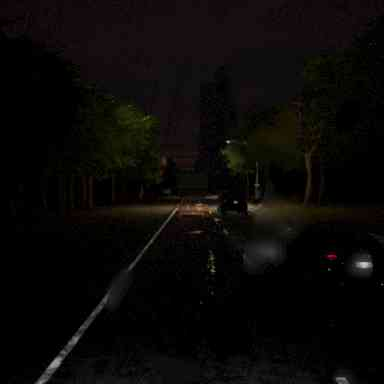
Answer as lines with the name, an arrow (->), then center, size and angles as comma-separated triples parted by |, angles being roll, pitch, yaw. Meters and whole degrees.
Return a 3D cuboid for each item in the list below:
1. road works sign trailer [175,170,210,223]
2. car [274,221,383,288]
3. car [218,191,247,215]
road works sign trailer -> 0.014, 0.242, 23.447 | 2.380, 3.560, 2.880 | 0, 1, 0
car -> 3.605, 1.475, 8.970 | 1.994, 1.385, 4.181 | 0, 1, 0
car -> 3.618, 0.939, 30.176 | 2.150, 2.045, 5.566 | 0, 0, 0
